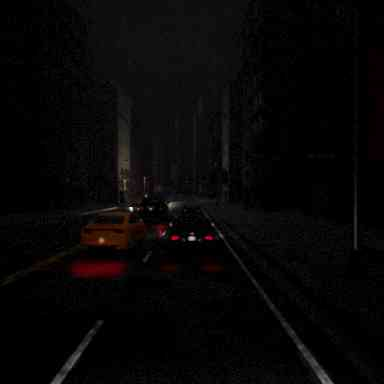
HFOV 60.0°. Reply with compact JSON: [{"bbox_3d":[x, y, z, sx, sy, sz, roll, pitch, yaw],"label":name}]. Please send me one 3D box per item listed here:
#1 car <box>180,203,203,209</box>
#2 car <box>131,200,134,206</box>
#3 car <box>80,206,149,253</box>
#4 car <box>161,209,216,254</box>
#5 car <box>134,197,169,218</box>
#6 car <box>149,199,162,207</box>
[{"bbox_3d":[-0.014,1.742,29.300,2.128,1.511,4.902,0,0,0],"label":"car"},{"bbox_3d":[-9.792,1.953,60.262,1.882,1.535,5.008,0,-1,0],"label":"car"},{"bbox_3d":[-3.253,1.608,14.469,1.882,1.535,5.008,0,0,0],"label":"car"},{"bbox_3d":[-0.008,1.673,13.984,2.033,1.411,5.357,0,0,0],"label":"car"},{"bbox_3d":[-3.267,1.464,29.018,2.150,2.045,5.566,0,0,0],"label":"car"},{"bbox_3d":[-6.541,2.001,60.363,1.812,1.442,4.674,0,-1,0],"label":"car"}]
